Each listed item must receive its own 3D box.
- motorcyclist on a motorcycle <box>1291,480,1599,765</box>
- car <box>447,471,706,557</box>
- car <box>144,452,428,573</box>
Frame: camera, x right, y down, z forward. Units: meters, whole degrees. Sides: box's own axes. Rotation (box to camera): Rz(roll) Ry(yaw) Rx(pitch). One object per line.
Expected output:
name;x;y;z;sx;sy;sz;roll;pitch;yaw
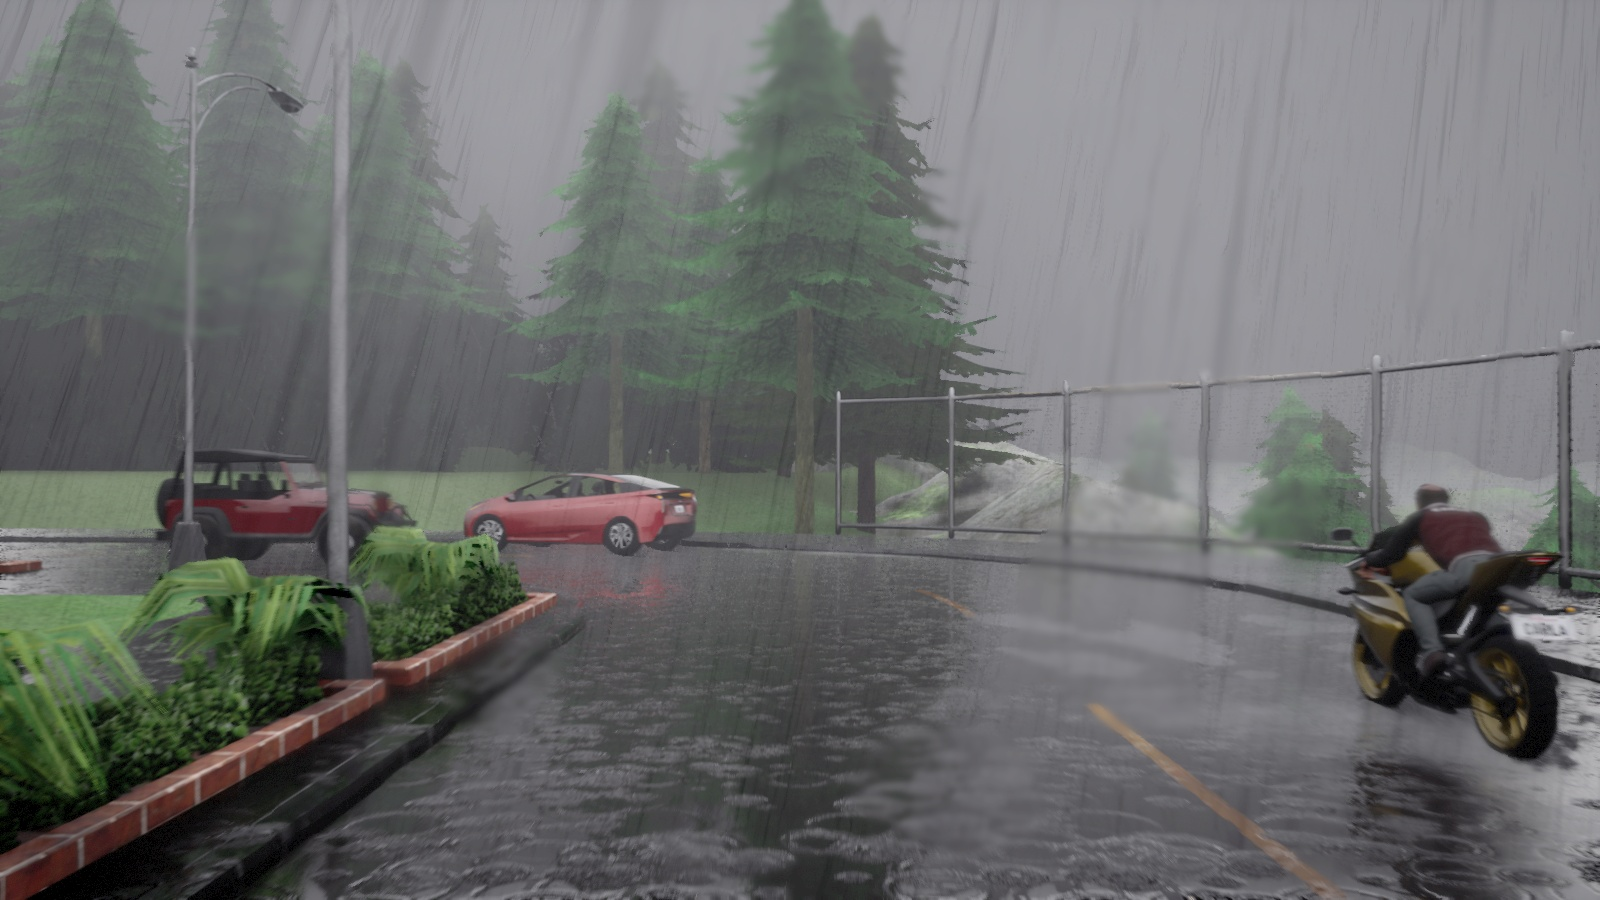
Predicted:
motorcyclist on a motorcycle;3.977;0.967;7.937;0.866;1.530;2.191;0;-1;0
car;-4.280;1.184;24.112;4.514;1.525;2.007;-1;-1;21
car;-8.324;0.989;20.597;3.866;1.878;1.905;0;-1;0
